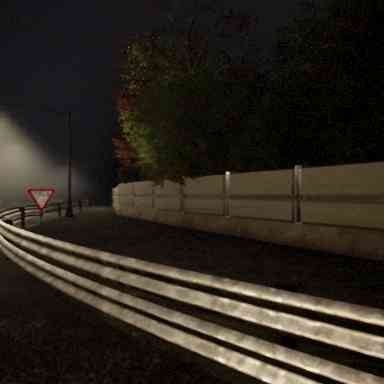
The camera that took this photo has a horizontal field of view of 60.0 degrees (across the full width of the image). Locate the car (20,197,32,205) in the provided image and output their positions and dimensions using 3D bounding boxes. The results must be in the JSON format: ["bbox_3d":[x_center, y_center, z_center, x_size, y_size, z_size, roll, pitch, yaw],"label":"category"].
[{"bbox_3d":[-35.533,1.904,71.195,1.837,1.490,4.892,0,0,-27],"label":"car"}]
